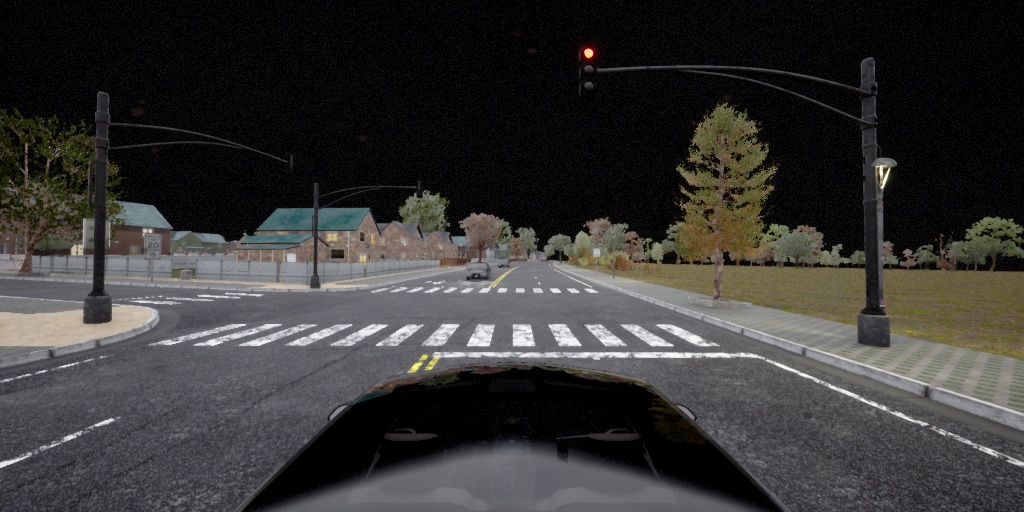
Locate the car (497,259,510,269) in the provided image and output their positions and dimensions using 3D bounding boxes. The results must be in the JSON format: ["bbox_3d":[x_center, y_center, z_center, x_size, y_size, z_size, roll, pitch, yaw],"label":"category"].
[{"bbox_3d":[-1.331,1.320,58.957,1.837,1.490,4.892,0,0,4],"label":"car"}]

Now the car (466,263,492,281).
[{"bbox_3d":[-2.731,1.336,30.458,1.837,1.490,4.892,0,0,2],"label":"car"}]
